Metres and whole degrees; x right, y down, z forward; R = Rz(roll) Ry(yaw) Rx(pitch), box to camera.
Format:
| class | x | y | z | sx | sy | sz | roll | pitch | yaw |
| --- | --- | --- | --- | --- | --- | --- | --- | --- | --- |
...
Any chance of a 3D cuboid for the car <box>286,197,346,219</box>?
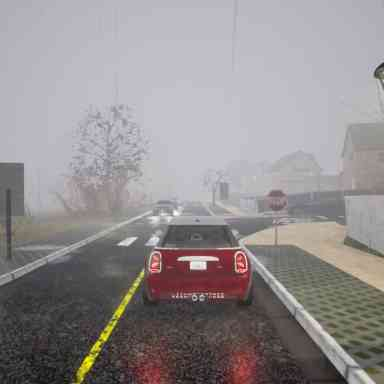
| class | x | y | z | sx | sy | sz | roll | pitch | yaw |
| --- | --- | --- | --- | --- | --- | --- | --- | --- | --- |
| car | 8.699 | 1.032 | 22.225 | 4.718 | 1.301 | 1.895 | -3 | 0 | 16 |

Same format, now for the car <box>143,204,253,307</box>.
| class | x | y | z | sx | sy | sz | roll | pitch | yaw |
| --- | --- | --- | --- | --- | --- | --- | --- | --- | --- |
| car | 0.115 | 1.351 | 8.158 | 2.097 | 1.767 | 4.553 | 0 | 0 | 0 |

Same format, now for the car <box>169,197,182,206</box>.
| class | x | y | z | sx | sy | sz | roll | pitch | yaw |
| --- | --- | --- | --- | --- | --- | --- | --- | --- | --- |
| car | -2.730 | 1.550 | 54.779 | 1.812 | 1.442 | 4.674 | 0 | 0 | 2 |

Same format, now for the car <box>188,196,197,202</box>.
| class | x | y | z | sx | sy | sz | roll | pitch | yaw |
| --- | --- | --- | --- | --- | --- | --- | --- | --- | --- |
| car | 0.147 | 1.604 | 75.569 | 1.994 | 1.385 | 4.181 | 0 | 0 | 0 |

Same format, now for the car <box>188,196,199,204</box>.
| class | x | y | z | sx | sy | sz | roll | pitch | yaw |
| --- | --- | --- | --- | --- | --- | --- | --- | --- | --- |
| car | 0.225 | 1.561 | 65.403 | 1.812 | 1.442 | 4.674 | 0 | 0 | 0 |

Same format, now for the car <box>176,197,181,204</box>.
| class | x | y | z | sx | sy | sz | roll | pitch | yaw |
| --- | --- | --- | --- | --- | --- | --- | --- | --- | --- |
| car | -2.766 | 1.614 | 42.923 | 1.895 | 1.301 | 4.718 | 0 | 0 | 0 |

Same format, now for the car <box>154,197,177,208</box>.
| class | x | y | z | sx | sy | sz | roll | pitch | yaw |
| --- | --- | --- | --- | --- | --- | --- | --- | --- | --- |
| car | -2.784 | 1.532 | 33.289 | 1.812 | 1.442 | 4.674 | 0 | 0 | 0 |
